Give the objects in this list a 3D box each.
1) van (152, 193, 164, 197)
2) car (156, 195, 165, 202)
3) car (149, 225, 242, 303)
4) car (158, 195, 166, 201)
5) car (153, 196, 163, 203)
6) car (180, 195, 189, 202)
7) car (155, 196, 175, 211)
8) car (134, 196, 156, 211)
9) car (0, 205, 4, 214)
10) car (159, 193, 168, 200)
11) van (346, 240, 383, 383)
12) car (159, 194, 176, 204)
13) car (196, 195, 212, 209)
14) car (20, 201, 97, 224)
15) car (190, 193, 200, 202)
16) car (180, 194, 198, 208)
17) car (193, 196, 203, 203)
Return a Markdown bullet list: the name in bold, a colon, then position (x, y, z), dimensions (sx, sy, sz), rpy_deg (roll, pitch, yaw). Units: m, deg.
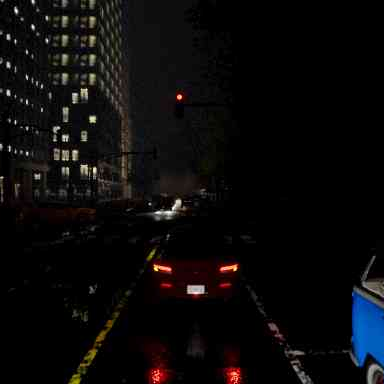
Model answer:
- **van**: position (-6.645, 1.314, 61.915), dimensions (1.690, 1.788, 3.998), rpy_deg (0, 0, -2)
- **car**: position (-7.302, 1.501, 78.544), dimensions (1.887, 1.381, 4.507), rpy_deg (0, 0, -2)
- **car**: position (0.051, 1.525, 8.056), dimensions (1.812, 1.442, 4.674), rpy_deg (0, 0, 0)
- **car**: position (-7.555, 1.532, 84.089), dimensions (1.802, 1.307, 4.206), rpy_deg (0, 0, -3)
- **car**: position (-6.848, 1.513, 67.458), dimensions (1.887, 1.381, 4.507), rpy_deg (0, 0, -2)
- **car**: position (-1.732, 1.459, 76.234), dimensions (1.837, 1.490, 4.892), rpy_deg (0, 0, -3)
- **car**: position (-3.420, 1.551, 40.407), dimensions (1.994, 1.385, 4.181), rpy_deg (0, 0, -3)
- **car**: position (-5.845, 1.539, 39.744), dimensions (2.008, 1.369, 4.403), rpy_deg (0, 0, -1)
- **car**: position (-18.229, 1.377, 28.480), dimensions (4.206, 1.307, 1.802), rpy_deg (1, 0, 3)
- **car**: position (-8.106, 1.252, 95.169), dimensions (2.192, 1.841, 5.009), rpy_deg (0, 0, -3)
- **van**: position (2.558, 1.341, 2.122), dimensions (1.690, 1.788, 3.998), rpy_deg (0, 0, 0)
- **car**: position (-3.665, 1.486, 50.442), dimensions (1.837, 1.490, 4.892), rpy_deg (0, 0, -1)
- **car**: position (1.884, 1.510, 45.837), dimensions (1.752, 1.417, 4.829), rpy_deg (0, 0, -2)
- **car**: position (-9.235, 1.387, 23.294), dimensions (5.008, 1.535, 1.882), rpy_deg (1, 1, -10)
- **car**: position (0.714, 1.271, 78.921), dimensions (2.192, 1.841, 5.009), rpy_deg (0, 0, -3)
- **car**: position (-0.640, 1.475, 47.452), dimensions (2.128, 1.511, 4.902), rpy_deg (0, 0, -2)
- **car**: position (1.163, 1.492, 68.003), dimensions (1.752, 1.417, 4.829), rpy_deg (0, 0, -2)
